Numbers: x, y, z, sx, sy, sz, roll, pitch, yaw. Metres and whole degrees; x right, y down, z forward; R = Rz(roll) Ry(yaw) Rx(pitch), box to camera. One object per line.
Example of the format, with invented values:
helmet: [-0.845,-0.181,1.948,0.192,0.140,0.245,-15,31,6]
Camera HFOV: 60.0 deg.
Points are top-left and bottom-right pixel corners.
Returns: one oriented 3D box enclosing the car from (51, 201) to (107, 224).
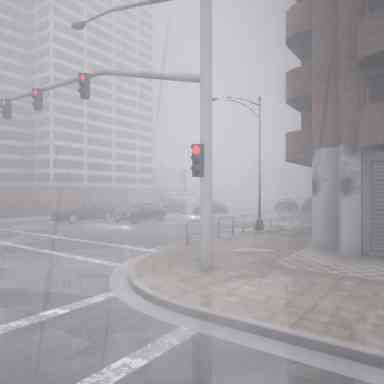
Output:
car: [-8.141,1.478,25.206,1.882,1.535,5.008,0,0,35]

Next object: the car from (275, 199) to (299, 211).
car: [11.620,1.526,40.716,1.812,1.442,4.674,0,0,35]

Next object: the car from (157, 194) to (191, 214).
car: [-2.566,1.352,33.074,2.097,1.767,4.553,0,0,35]

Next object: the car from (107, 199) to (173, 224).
car: [-3.840,1.526,25.193,1.812,1.442,4.674,0,0,35]

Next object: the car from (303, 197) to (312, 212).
car: [14.500,1.352,38.698,2.097,1.767,4.553,0,0,35]

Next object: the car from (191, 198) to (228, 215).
car: [1.855,1.564,33.247,1.994,1.385,4.181,0,0,36]
